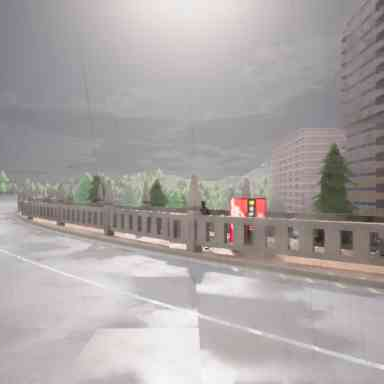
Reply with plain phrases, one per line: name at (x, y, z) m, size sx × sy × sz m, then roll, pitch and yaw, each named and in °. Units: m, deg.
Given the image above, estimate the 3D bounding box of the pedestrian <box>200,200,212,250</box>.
pedestrian at (0.451, 1.141, 11.832) m, size 0.375 × 1.860 × 0.375 m, roll 0°, pitch 0°, yaw 41°

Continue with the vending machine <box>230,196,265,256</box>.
vending machine at (2.078, 1.195, 12.411) m, size 0.880 × 2.100 × 1.100 m, roll 0°, pitch 0°, yaw 41°
